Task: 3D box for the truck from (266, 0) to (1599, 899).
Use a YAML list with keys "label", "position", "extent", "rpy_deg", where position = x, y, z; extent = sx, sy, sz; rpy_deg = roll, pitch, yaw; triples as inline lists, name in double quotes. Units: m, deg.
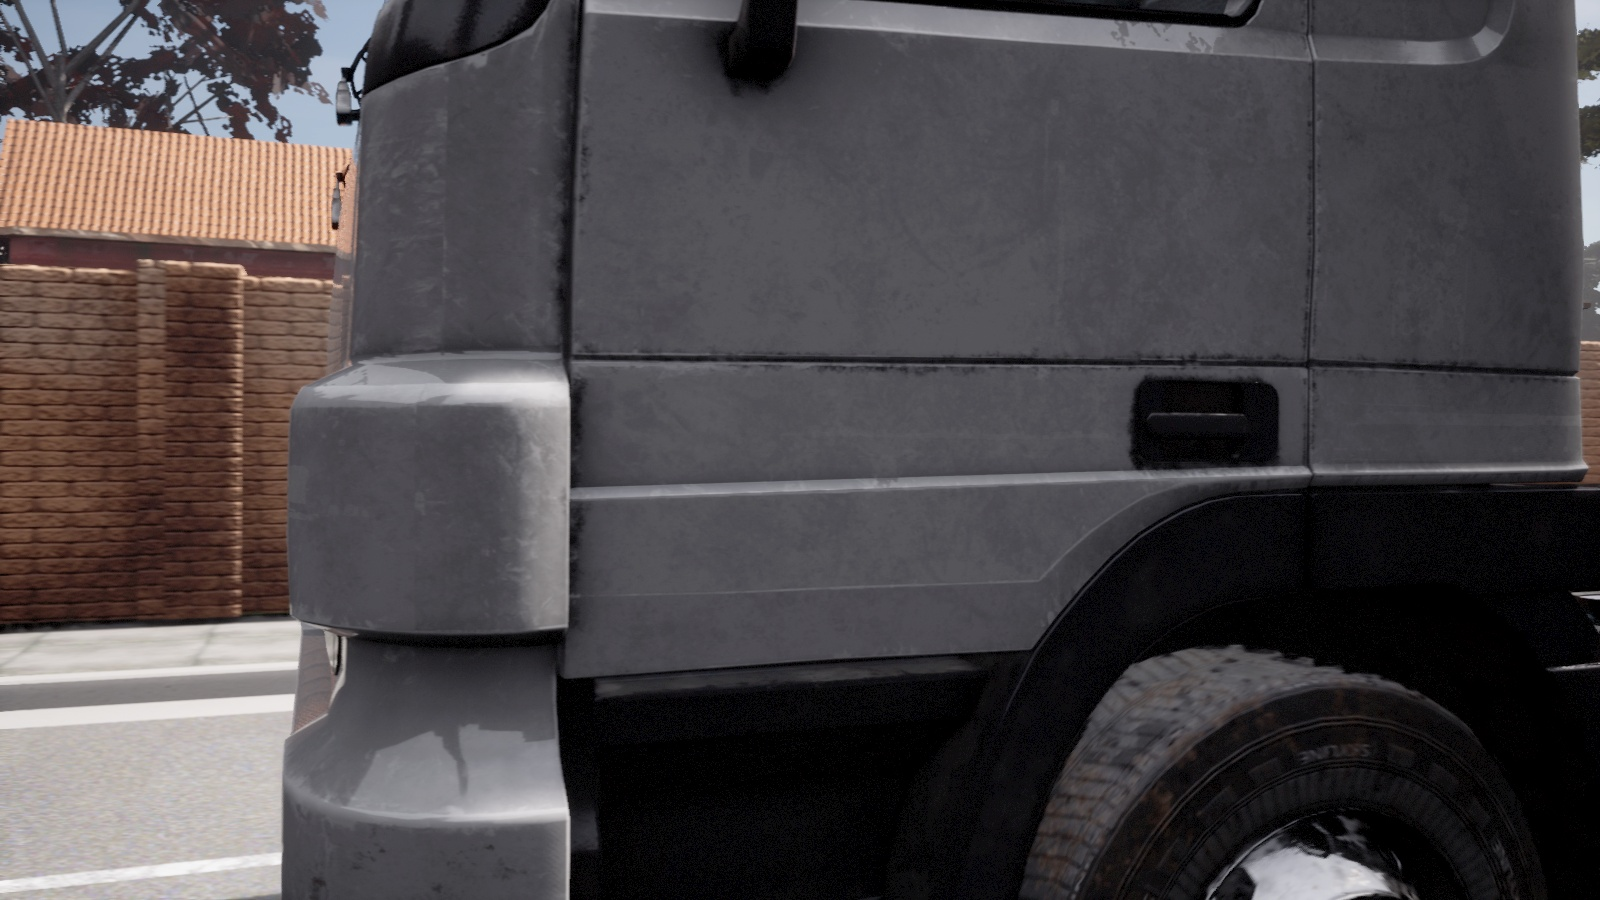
- label: "truck"
  position: [2.585, -0.280, 4.209]
  extent: [7.936, 3.462, 2.891]
  rpy_deg: [-1, 1, -21]
